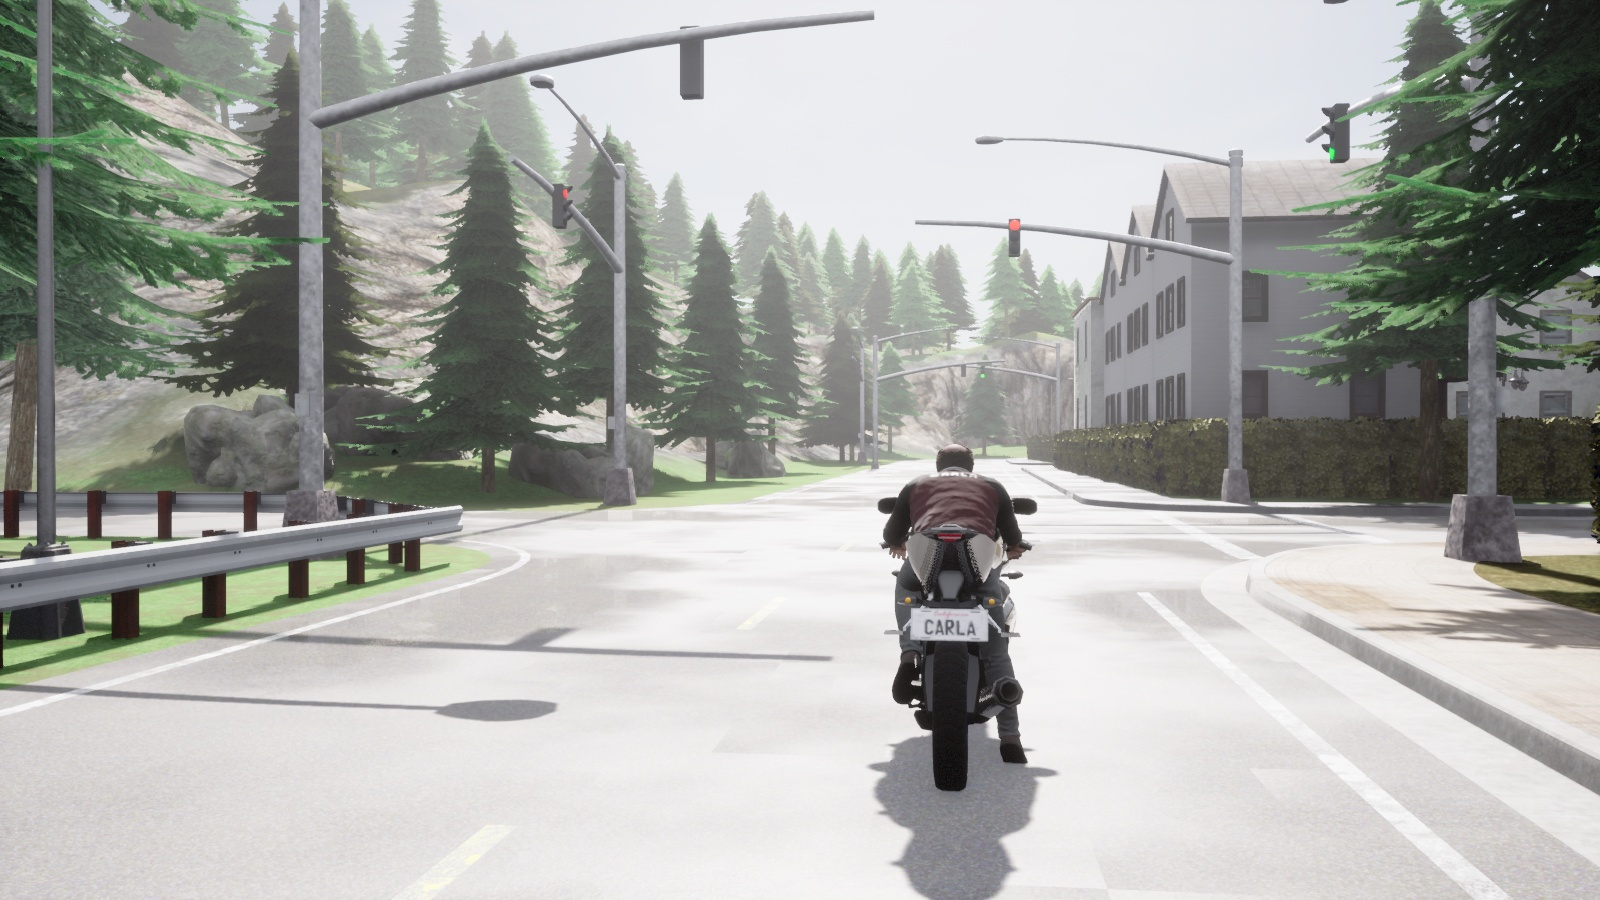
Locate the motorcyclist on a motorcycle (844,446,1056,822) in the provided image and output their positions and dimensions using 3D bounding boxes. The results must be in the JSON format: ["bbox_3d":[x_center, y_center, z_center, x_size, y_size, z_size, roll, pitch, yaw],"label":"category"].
[{"bbox_3d":[0.770,0.747,6.268,0.866,1.530,2.191,0,0,8],"label":"motorcyclist on a motorcycle"}]
